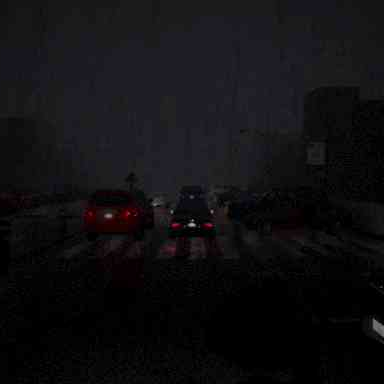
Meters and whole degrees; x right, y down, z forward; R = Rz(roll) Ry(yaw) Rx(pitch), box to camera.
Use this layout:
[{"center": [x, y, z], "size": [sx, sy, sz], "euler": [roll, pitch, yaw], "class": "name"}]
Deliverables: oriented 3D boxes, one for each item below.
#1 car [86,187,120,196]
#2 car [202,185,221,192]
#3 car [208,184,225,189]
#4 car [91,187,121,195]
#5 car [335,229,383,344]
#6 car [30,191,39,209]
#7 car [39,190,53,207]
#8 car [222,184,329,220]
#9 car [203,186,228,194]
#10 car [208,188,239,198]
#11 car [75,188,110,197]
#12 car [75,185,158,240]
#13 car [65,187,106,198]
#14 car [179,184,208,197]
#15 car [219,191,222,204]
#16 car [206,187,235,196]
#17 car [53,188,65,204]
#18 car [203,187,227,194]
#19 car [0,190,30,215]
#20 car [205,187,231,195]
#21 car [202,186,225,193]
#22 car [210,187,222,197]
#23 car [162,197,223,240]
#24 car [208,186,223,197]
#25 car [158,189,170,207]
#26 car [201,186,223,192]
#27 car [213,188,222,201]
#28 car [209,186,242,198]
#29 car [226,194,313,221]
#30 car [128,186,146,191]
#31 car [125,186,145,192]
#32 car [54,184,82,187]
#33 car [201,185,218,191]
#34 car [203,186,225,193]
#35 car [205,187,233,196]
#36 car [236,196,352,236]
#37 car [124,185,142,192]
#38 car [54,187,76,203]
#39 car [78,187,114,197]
[{"center": [-15.373, -0.115, 57.592], "size": [5.366, 1.575, 1.946], "euler": [0, 1, 0], "class": "car"}, {"center": [4.852, -0.832, 81.947], "size": [4.553, 1.767, 2.185], "euler": [0, 1, 0], "class": "car"}, {"center": [4.796, -0.039, 45.711], "size": [5.566, 2.045, 2.435], "euler": [0, 2, 0], "class": "car"}, {"center": [-15.526, -0.155, 60.350], "size": [4.792, 1.488, 2.163], "euler": [0, 1, 0], "class": "car"}, {"center": [4.703, 1.396, 4.051], "size": [4.892, 1.521, 2.231], "euler": [0, 2, 0], "class": "car"}, {"center": [-15.508, 0.633, 27.267], "size": [4.553, 1.767, 2.185], "euler": [0, 2, 0], "class": "car"}, {"center": [-15.539, 0.719, 29.898], "size": [4.674, 1.452, 2.002], "euler": [0, 2, 0], "class": "car"}, {"center": [4.681, 0.753, 17.937], "size": [5.566, 2.045, 2.435], "euler": [0, 2, 0], "class": "car"}, {"center": [4.831, -0.370, 67.942], "size": [5.008, 1.535, 2.097], "euler": [0, 1, 0], "class": "car"}, {"center": [4.783, 0.098, 51.400], "size": [4.674, 1.452, 2.002], "euler": [0, 2, 0], "class": "car"}, {"center": [-15.588, 0.065, 52.076], "size": [4.792, 1.488, 2.163], "euler": [0, 2, 0], "class": "car"}, {"center": [-3.000, 0.876, 14.657], "size": [2.150, 2.045, 5.566], "euler": [0, 2, 0], "class": "car"}, {"center": [-15.742, 0.108, 49.318], "size": [5.366, 1.575, 1.946], "euler": [0, 2, 0], "class": "car"}, {"center": [0.008, 0.448, 29.646], "size": [2.150, 2.045, 5.566], "euler": [0, 2, 0], "class": "car"}, {"center": [4.715, 0.845, 23.501], "size": [5.008, 1.535, 2.097], "euler": [0, 2, 0], "class": "car"}, {"center": [4.809, -0.088, 56.953], "size": [4.892, 1.521, 2.231], "euler": [0, 2, 0], "class": "car"}, {"center": [-15.541, 0.632, 32.785], "size": [4.674, 1.452, 2.002], "euler": [0, 2, 0], "class": "car"}, {"center": [4.875, -0.412, 70.846], "size": [4.792, 1.488, 2.163], "euler": [0, 1, 0], "class": "car"}, {"center": [-15.509, 0.590, 24.507], "size": [5.566, 2.045, 2.435], "euler": [0, 2, 0], "class": "car"}, {"center": [4.817, -0.193, 62.511], "size": [4.674, 1.452, 2.002], "euler": [0, 1, 0], "class": "car"}, {"center": [4.868, -0.576, 76.402], "size": [5.008, 1.535, 2.097], "euler": [0, 1, 0], "class": "car"}, {"center": [4.919, 0.523, 34.604], "size": [5.366, 1.575, 1.946], "euler": [0, 2, 0], "class": "car"}, {"center": [0.000, 1.182, 14.635], "size": [2.033, 1.411, 5.357], "euler": [0, 2, 0], "class": "car"}, {"center": [4.722, 0.397, 40.161], "size": [4.792, 1.488, 2.163], "euler": [0, 2, 0], "class": "car"}, {"center": [-2.992, 0.724, 29.632], "size": [1.812, 1.442, 4.674], "euler": [0, 2, 0], "class": "car"}, {"center": [5.073, -0.771, 84.610], "size": [5.366, 1.575, 1.946], "euler": [0, 1, 0], "class": "car"}, {"center": [4.754, 0.635, 31.829], "size": [4.792, 1.488, 2.163], "euler": [0, 2, 0], "class": "car"}, {"center": [4.809, 0.010, 48.526], "size": [4.553, 1.767, 2.185], "euler": [0, 2, 0], "class": "car"}, {"center": [4.703, 0.926, 20.722], "size": [4.892, 1.521, 2.231], "euler": [0, 2, 0], "class": "car"}, {"center": [-15.513, -0.918, 93.424], "size": [4.674, 1.452, 2.002], "euler": [0, 1, 0], "class": "car"}, {"center": [-15.514, -0.901, 90.669], "size": [5.008, 1.535, 2.097], "euler": [0, 1, 0], "class": "car"}, {"center": [-15.524, 0.015, 43.800], "size": [5.566, 2.045, 2.435], "euler": [0, 2, 0], "class": "car"}, {"center": [4.883, -1.085, 93.066], "size": [4.553, 1.767, 2.185], "euler": [0, 1, 0], "class": "car"}, {"center": [4.848, -0.508, 73.623], "size": [4.892, 1.521, 2.231], "euler": [0, 1, 0], "class": "car"}, {"center": [4.840, -0.132, 59.733], "size": [4.792, 1.488, 2.163], "euler": [0, 1, 0], "class": "car"}, {"center": [4.680, 1.112, 15.166], "size": [4.792, 1.488, 2.163], "euler": [0, 2, 0], "class": "car"}, {"center": [-15.554, -0.965, 87.910], "size": [4.553, 1.767, 2.185], "euler": [0, 1, 0], "class": "car"}, {"center": [-15.540, 0.509, 35.539], "size": [5.008, 1.535, 2.097], "euler": [0, 2, 0], "class": "car"}, {"center": [-15.746, -0.042, 54.830], "size": [5.366, 1.575, 1.946], "euler": [0, 2, 0], "class": "car"}]
